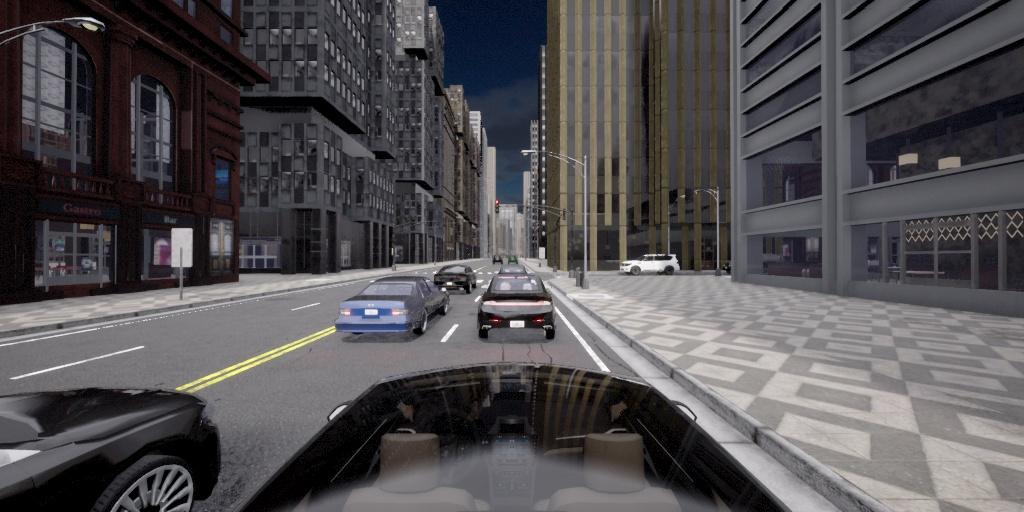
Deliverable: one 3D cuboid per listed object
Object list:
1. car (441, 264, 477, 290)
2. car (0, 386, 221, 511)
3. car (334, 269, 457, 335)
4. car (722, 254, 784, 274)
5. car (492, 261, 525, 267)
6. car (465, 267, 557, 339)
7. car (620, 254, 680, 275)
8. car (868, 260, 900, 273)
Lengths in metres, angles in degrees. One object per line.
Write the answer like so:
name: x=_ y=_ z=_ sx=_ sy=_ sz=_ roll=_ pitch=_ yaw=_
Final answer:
car: x=-3.101 y=1.210 z=20.263 sx=1.882 sy=1.535 sz=5.008 roll=0 pitch=0 yaw=0
car: x=-3.149 y=1.241 z=0.751 sx=2.128 sy=1.511 sz=4.902 roll=0 pitch=0 yaw=0
car: x=-3.129 y=1.293 z=10.494 sx=2.033 sy=1.411 sz=5.357 roll=0 pitch=0 yaw=0
car: x=24.164 y=0.814 z=35.829 sx=5.566 sy=2.045 sz=2.150 roll=0 pitch=0 yaw=0
car: x=0.045 y=1.225 z=19.504 sx=2.128 sy=1.511 sz=4.902 roll=0 pitch=0 yaw=0
car: x=0.120 y=1.238 z=10.074 sx=2.128 sy=1.511 sz=4.902 roll=0 pitch=0 yaw=0
car: x=13.737 y=0.859 z=35.829 sx=5.566 sy=2.045 sz=2.150 roll=0 pitch=0 yaw=0
car: x=35.720 y=1.095 z=35.815 sx=5.357 sy=1.411 sz=2.033 roll=0 pitch=0 yaw=0
